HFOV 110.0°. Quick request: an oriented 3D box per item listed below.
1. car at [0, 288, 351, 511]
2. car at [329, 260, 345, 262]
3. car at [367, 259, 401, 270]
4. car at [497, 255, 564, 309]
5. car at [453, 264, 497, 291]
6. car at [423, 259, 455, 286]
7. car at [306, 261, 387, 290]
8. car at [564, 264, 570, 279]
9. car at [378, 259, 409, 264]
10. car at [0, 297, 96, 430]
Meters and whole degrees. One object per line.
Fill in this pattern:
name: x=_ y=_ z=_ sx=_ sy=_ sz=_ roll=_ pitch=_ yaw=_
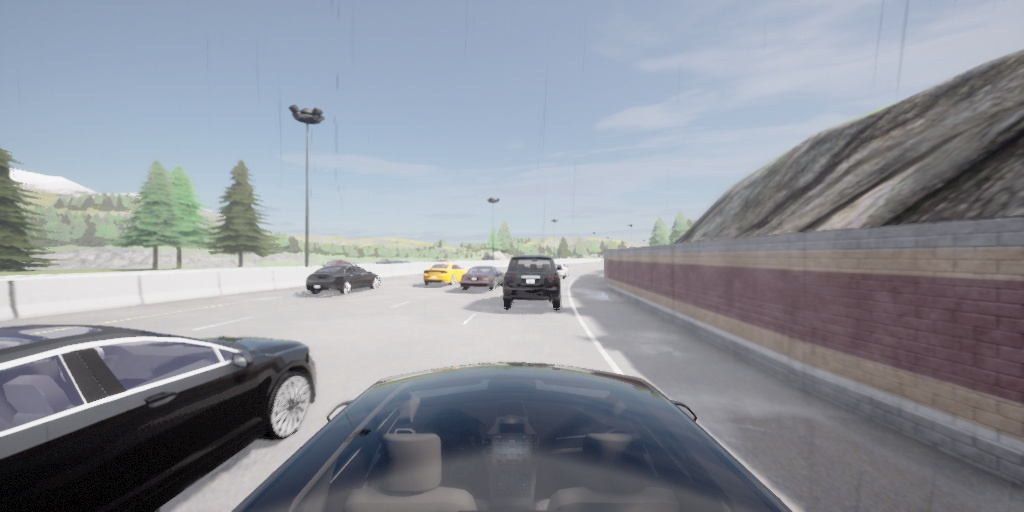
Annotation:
car: x=-3.317 y=1.231 z=2.463 sx=2.128 sy=1.511 sz=4.902 roll=0 pitch=0 yaw=0
car: x=-24.138 y=1.212 z=49.187 sx=1.812 sy=1.442 sz=4.674 roll=0 pitch=0 yaw=17
car: x=-18.998 y=1.197 z=53.595 sx=2.128 sy=1.511 sz=4.902 roll=0 pitch=0 yaw=20
car: x=0.923 y=0.979 z=15.158 sx=2.150 sy=2.045 sz=5.566 roll=0 pitch=0 yaw=6
car: x=-1.682 y=1.298 z=22.087 sx=2.033 sy=1.411 sz=5.357 roll=0 pitch=0 yaw=9
car: x=-4.607 y=1.220 z=25.478 sx=1.882 sy=1.535 sz=5.008 roll=0 pitch=0 yaw=10
car: x=-9.055 y=1.231 z=19.638 sx=1.837 sy=1.490 sz=4.892 roll=0 pitch=0 yaw=7
car: x=4.177 y=1.299 z=33.070 sx=1.812 sy=1.442 sz=4.674 roll=0 pitch=0 yaw=14
car: x=-14.404 y=1.265 z=45.658 sx=2.033 sy=1.411 sz=5.357 roll=0 pitch=0 yaw=13
car: x=-6.862 y=1.275 z=2.345 sx=2.033 sy=1.411 sz=5.357 roll=0 pitch=0 yaw=1
